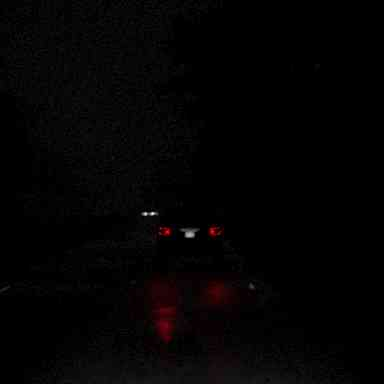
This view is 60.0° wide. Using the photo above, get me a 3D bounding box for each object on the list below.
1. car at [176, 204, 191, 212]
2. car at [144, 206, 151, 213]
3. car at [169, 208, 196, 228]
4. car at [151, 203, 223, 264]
[{"bbox_3d":[-1.624,3.046,62.717,2.163,1.488,4.792,0,-2,-9],"label":"car"},{"bbox_3d":[-8.324,3.396,64.853,1.895,1.301,4.718,0,-3,-9],"label":"car"},{"bbox_3d":[-0.867,2.085,27.691,2.033,1.411,5.357,0,-2,-4],"label":"car"},{"bbox_3d":[-0.129,1.411,12.718,2.150,2.045,5.566,0,-1,-1],"label":"car"}]
